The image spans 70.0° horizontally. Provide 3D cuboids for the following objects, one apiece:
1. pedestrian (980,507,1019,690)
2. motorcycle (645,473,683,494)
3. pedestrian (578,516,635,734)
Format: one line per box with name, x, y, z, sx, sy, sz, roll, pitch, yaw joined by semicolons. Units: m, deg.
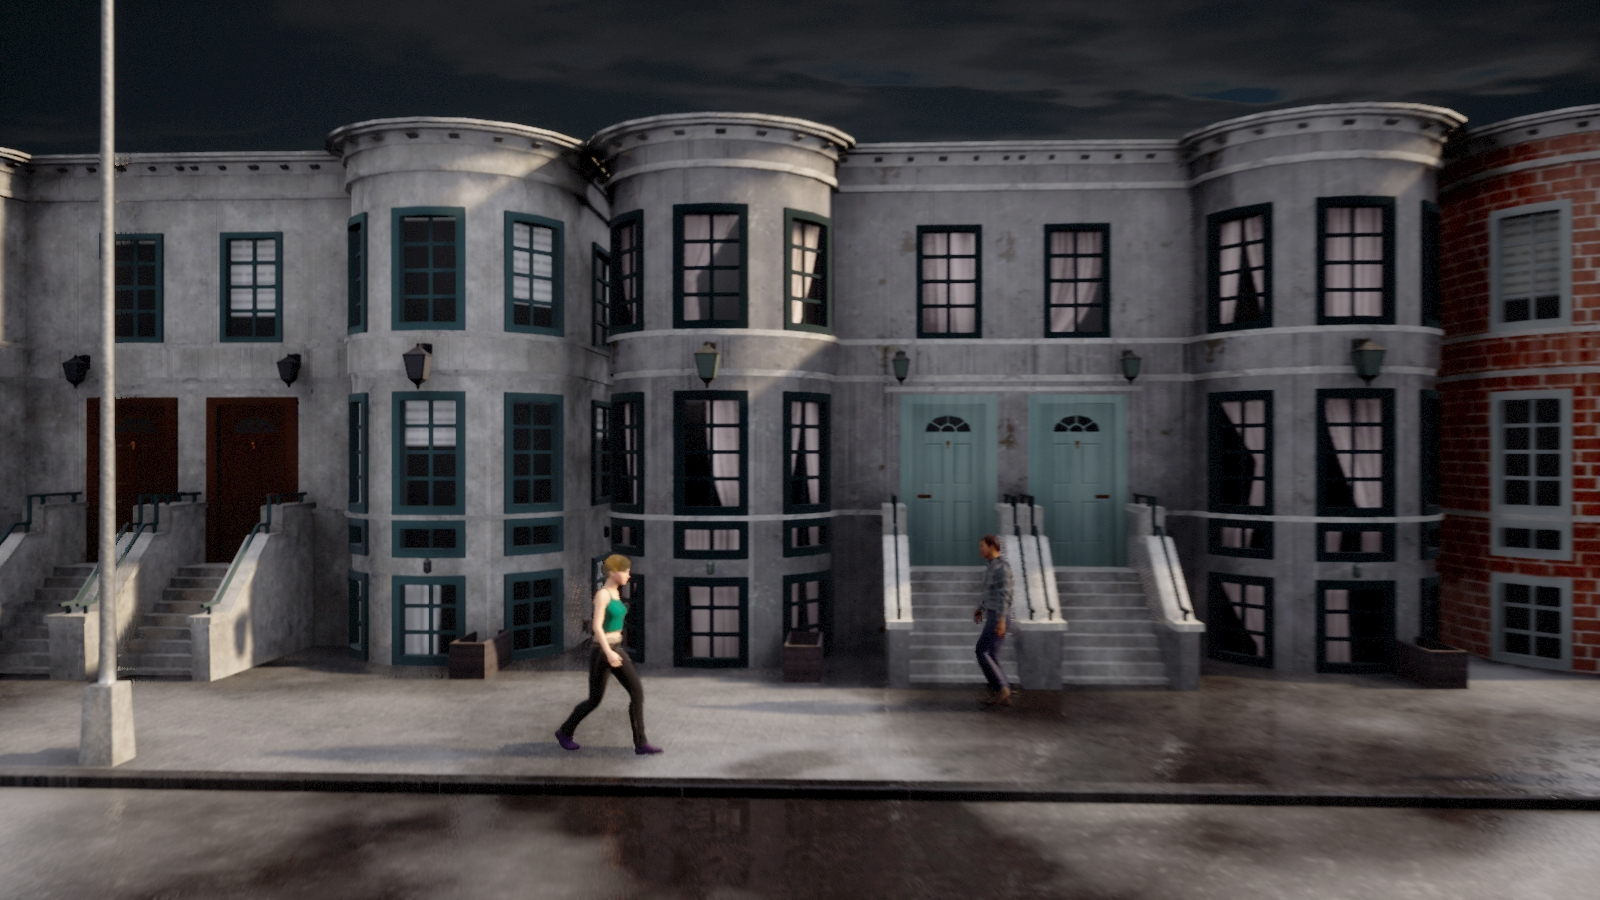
pedestrian;2.081;1.532;11.947;0.375;1.860;0.375;0;0;5
motorcycle;-8.340;2.038;70.237;2.209;1.251;0.867;0;0;1
pedestrian;-1.712;1.533;10.137;0.375;1.860;0.375;0;0;16
